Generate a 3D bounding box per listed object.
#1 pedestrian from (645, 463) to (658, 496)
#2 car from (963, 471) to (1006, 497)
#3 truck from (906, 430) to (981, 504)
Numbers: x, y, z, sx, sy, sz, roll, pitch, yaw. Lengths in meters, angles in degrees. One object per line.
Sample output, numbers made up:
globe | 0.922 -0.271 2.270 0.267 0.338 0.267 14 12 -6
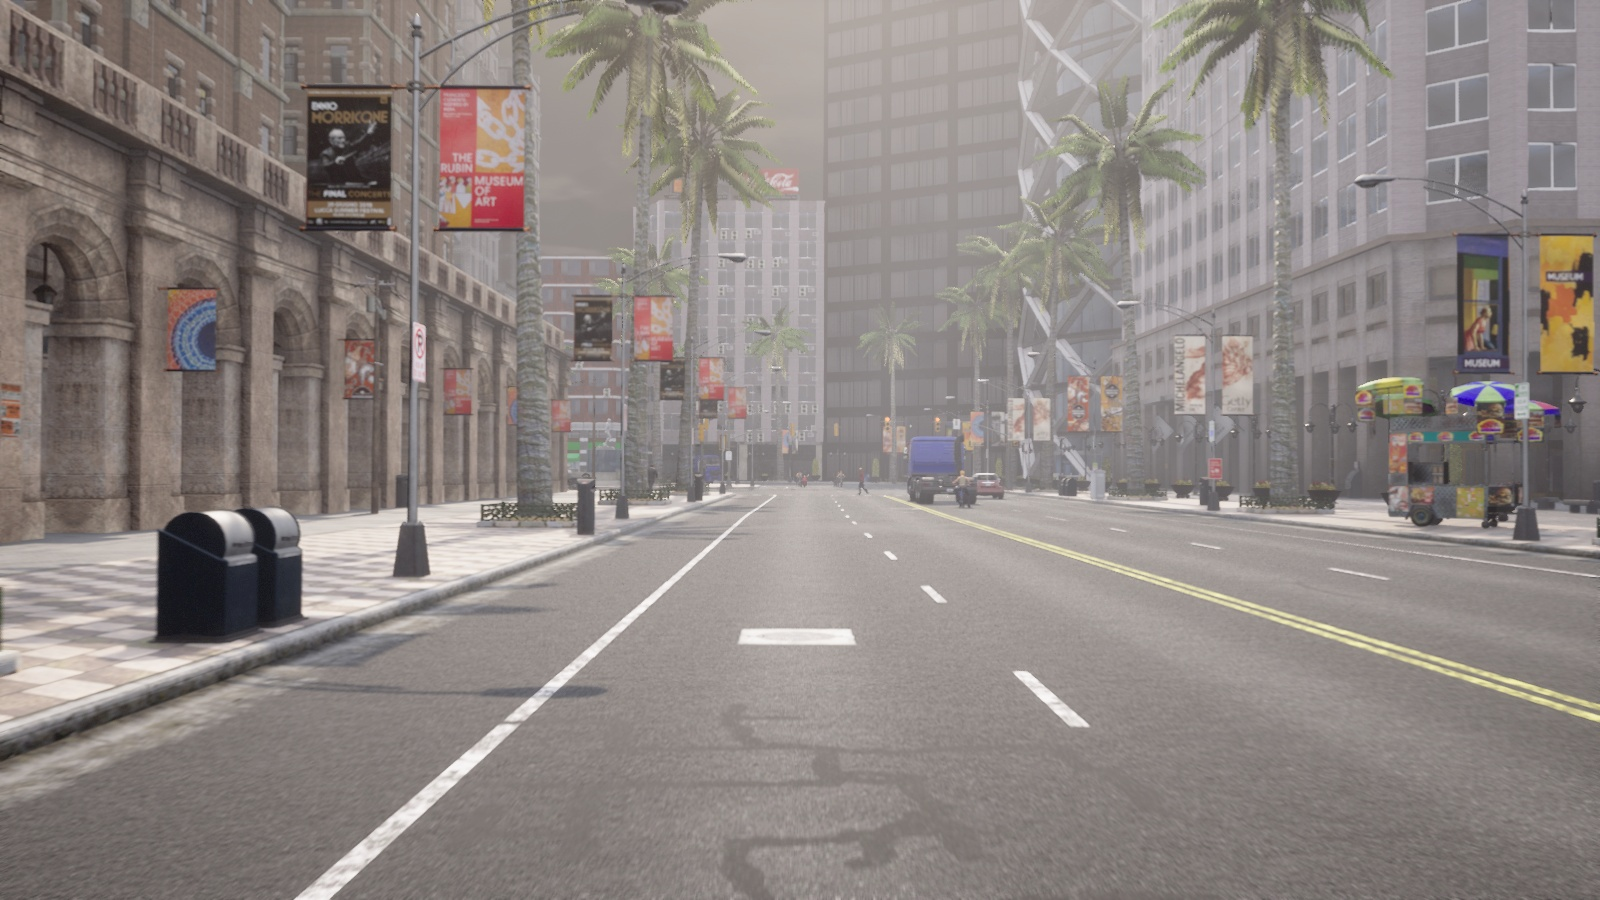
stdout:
pedestrian | -8.516 1.711 71.992 0.563 1.883 0.849 0 -1 9
car | 10.674 1.959 72.950 1.970 1.475 3.806 0 -1 1
truck | 7.087 0.862 63.155 2.891 3.462 7.936 0 -1 0
